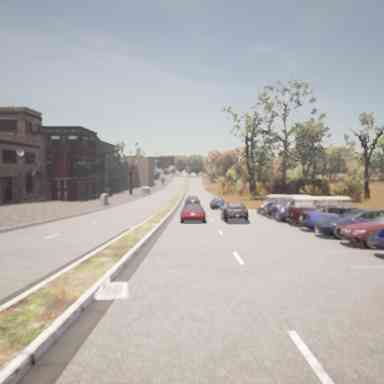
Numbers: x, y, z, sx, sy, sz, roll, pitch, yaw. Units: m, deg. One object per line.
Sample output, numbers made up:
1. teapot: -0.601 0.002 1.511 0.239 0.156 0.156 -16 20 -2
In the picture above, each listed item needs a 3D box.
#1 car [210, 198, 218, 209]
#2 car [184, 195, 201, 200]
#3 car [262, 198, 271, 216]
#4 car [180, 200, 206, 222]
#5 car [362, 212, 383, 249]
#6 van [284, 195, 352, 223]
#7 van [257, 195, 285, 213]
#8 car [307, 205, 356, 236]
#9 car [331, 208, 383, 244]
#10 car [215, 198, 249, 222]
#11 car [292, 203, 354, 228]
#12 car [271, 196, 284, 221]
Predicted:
1. car: 3.323 1.421 42.731 1.994 1.385 4.181 0 1 0
2. car: 0.072 1.212 42.570 2.097 1.767 4.553 0 1 0
3. car: 8.764 1.512 27.946 4.892 1.521 2.231 0 0 0
4. car: 0.079 1.602 26.557 1.994 1.385 4.181 0 0 0
5. car: 8.778 1.576 11.416 4.674 1.452 2.002 0 0 0
6. van: 8.890 1.309 22.433 4.442 1.987 1.878 0 0 0
7. van: 8.652 1.266 30.702 4.442 1.987 1.878 0 1 0
8. car: 8.747 1.573 16.928 4.792 1.488 2.163 0 0 0
9. car: 8.781 1.581 14.170 4.674 1.452 2.002 0 0 0
10. car: 3.332 1.528 26.624 2.128 1.511 4.902 0 0 0
11. car: 8.805 1.569 19.681 4.792 1.488 2.163 0 0 0
12. car: 8.741 1.399 25.317 4.553 1.767 2.185 0 0 0
